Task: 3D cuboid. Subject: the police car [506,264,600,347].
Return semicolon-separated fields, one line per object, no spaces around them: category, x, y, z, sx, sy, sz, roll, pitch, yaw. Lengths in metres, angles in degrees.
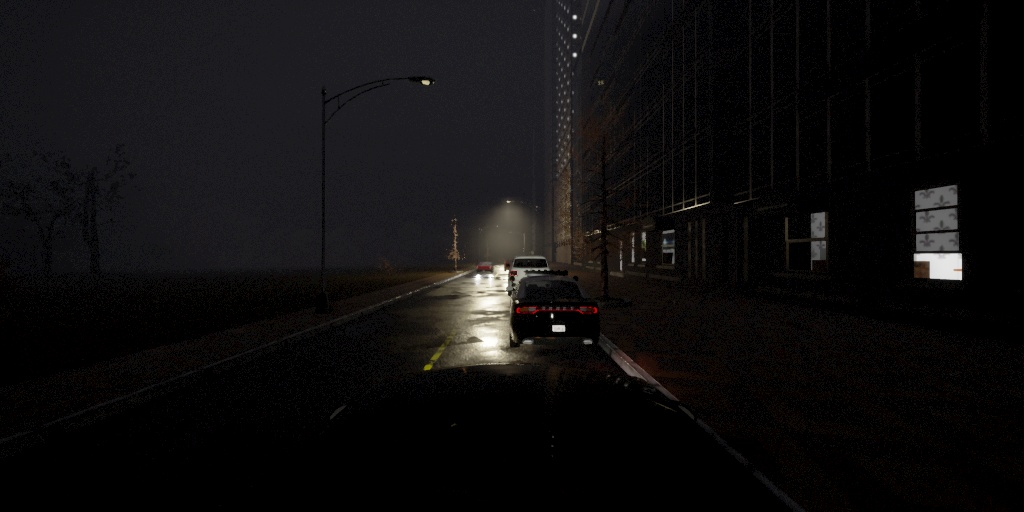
police car;0.886;1.175;9.418;1.930;1.638;5.238;0;0;0

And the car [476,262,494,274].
car;-3.065;1.349;41.014;1.895;1.301;4.718;0;0;0

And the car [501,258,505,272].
car;-0.053;1.226;47.535;1.882;1.535;5.008;0;0;0

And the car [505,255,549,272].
car;0.870;0.975;19.340;2.150;2.045;5.566;0;0;0
